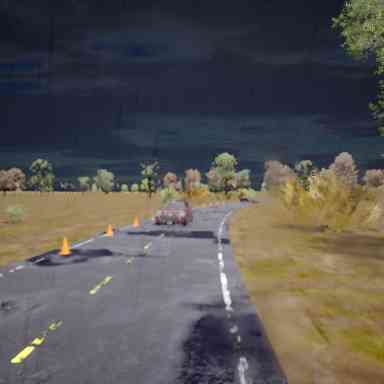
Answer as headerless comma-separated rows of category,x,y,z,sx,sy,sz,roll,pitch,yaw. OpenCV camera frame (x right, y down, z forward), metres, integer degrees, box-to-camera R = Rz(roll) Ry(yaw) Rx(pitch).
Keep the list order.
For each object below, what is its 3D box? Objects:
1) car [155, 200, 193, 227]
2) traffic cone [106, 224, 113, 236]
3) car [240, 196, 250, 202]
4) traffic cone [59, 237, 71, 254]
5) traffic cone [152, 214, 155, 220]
car,-1.166,1.391,23.493,2.097,1.767,4.553,0,0,7
traffic cone,-4.291,1.980,17.340,0.340,0.580,0.340,0,0,5
car,12.085,1.658,76.297,1.895,1.301,4.718,0,0,14
traffic cone,-4.682,1.970,12.290,0.340,0.580,0.340,0,0,4
traffic cone,-3.136,1.993,27.406,0.340,0.580,0.340,0,0,8
